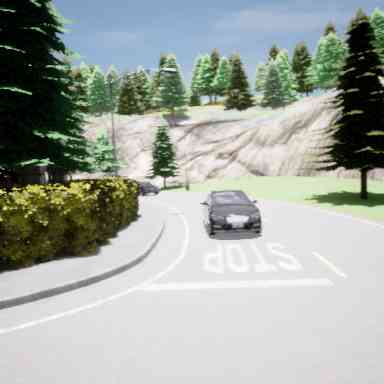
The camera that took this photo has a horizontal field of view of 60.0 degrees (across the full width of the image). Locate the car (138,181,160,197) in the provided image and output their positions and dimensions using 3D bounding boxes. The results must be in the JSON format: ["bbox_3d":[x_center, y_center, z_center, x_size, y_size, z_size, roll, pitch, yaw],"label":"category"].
[{"bbox_3d":[-5.277,-0.415,36.393,1.837,1.490,4.892,-3,3,-34],"label":"car"}]

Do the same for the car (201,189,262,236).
[{"bbox_3d":[1.410,0.668,13.123,2.128,1.511,4.902,-2,3,-1],"label":"car"}]
